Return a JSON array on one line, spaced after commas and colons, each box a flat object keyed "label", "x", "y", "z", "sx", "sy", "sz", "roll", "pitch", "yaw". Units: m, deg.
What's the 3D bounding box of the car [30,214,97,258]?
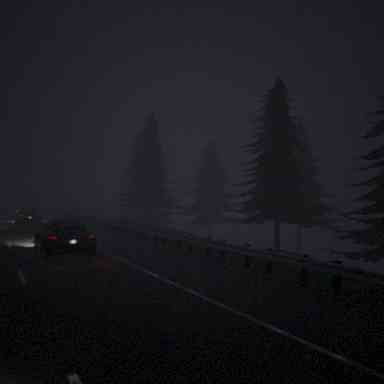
[{"label": "car", "x": -5.516, "y": 1.872, "z": 14.260, "sx": 1.994, "sy": 1.385, "sz": 4.181, "roll": 2, "pitch": -2, "yaw": -31}]

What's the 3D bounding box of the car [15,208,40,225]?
[{"label": "car", "x": -14.496, "y": 2.112, "z": 29.448, "sx": 1.994, "sy": 1.385, "sz": 4.181, "roll": 2, "pitch": -2, "yaw": -30}]
